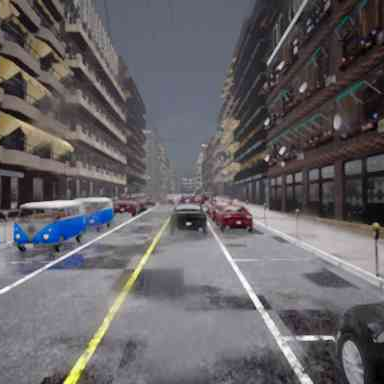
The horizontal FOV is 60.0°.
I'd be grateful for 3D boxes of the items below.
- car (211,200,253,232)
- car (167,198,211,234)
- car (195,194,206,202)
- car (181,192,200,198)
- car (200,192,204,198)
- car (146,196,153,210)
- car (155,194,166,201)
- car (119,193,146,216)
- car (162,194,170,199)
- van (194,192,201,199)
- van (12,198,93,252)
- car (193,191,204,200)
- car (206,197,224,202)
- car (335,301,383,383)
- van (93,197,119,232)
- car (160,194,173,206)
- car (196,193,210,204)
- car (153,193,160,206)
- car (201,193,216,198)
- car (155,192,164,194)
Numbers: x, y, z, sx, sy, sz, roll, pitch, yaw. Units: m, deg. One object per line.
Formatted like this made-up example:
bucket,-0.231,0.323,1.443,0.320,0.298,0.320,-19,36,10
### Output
car,2.296,1.377,18.847,1.887,1.381,4.507,1,0,-1
car,-0.199,1.332,18.321,1.882,1.535,5.008,0,1,-1
car,1.563,1.143,63.089,1.802,1.307,4.206,1,0,-1
car,-0.481,1.080,36.726,2.097,1.767,4.553,0,0,-1
car,1.916,0.999,40.965,2.192,1.841,5.009,1,0,-1
car,-5.842,1.092,35.371,2.192,1.841,5.009,1,0,-1
car,-6.370,1.138,68.551,1.887,1.381,4.507,1,0,-1
car,-5.755,1.129,29.842,2.192,1.841,5.009,1,0,-1
car,-6.632,1.110,85.143,1.802,1.307,4.206,1,0,-1
van,1.304,0.831,79.680,1.690,1.788,3.998,1,0,-1
van,-5.493,1.272,13.252,1.690,1.788,3.998,1,0,-1
car,1.392,0.827,74.149,2.192,1.841,5.009,1,0,-1
car,2.208,1.338,24.376,1.887,1.381,4.507,1,0,-1
car,2.557,1.512,2.257,2.008,1.369,4.403,1,0,-1
van,-5.582,1.231,18.783,1.690,1.788,3.998,1,0,-1
car,-3.488,1.284,47.398,1.895,1.301,4.718,0,0,-1
car,1.739,1.059,52.027,1.967,1.590,4.097,1,0,-1
car,-6.021,1.274,46.434,1.947,1.339,4.313,1,0,-1
car,2.130,1.196,29.906,1.967,1.590,4.097,1,0,-1
car,-6.279,0.934,63.020,2.192,1.841,5.009,1,0,-1
